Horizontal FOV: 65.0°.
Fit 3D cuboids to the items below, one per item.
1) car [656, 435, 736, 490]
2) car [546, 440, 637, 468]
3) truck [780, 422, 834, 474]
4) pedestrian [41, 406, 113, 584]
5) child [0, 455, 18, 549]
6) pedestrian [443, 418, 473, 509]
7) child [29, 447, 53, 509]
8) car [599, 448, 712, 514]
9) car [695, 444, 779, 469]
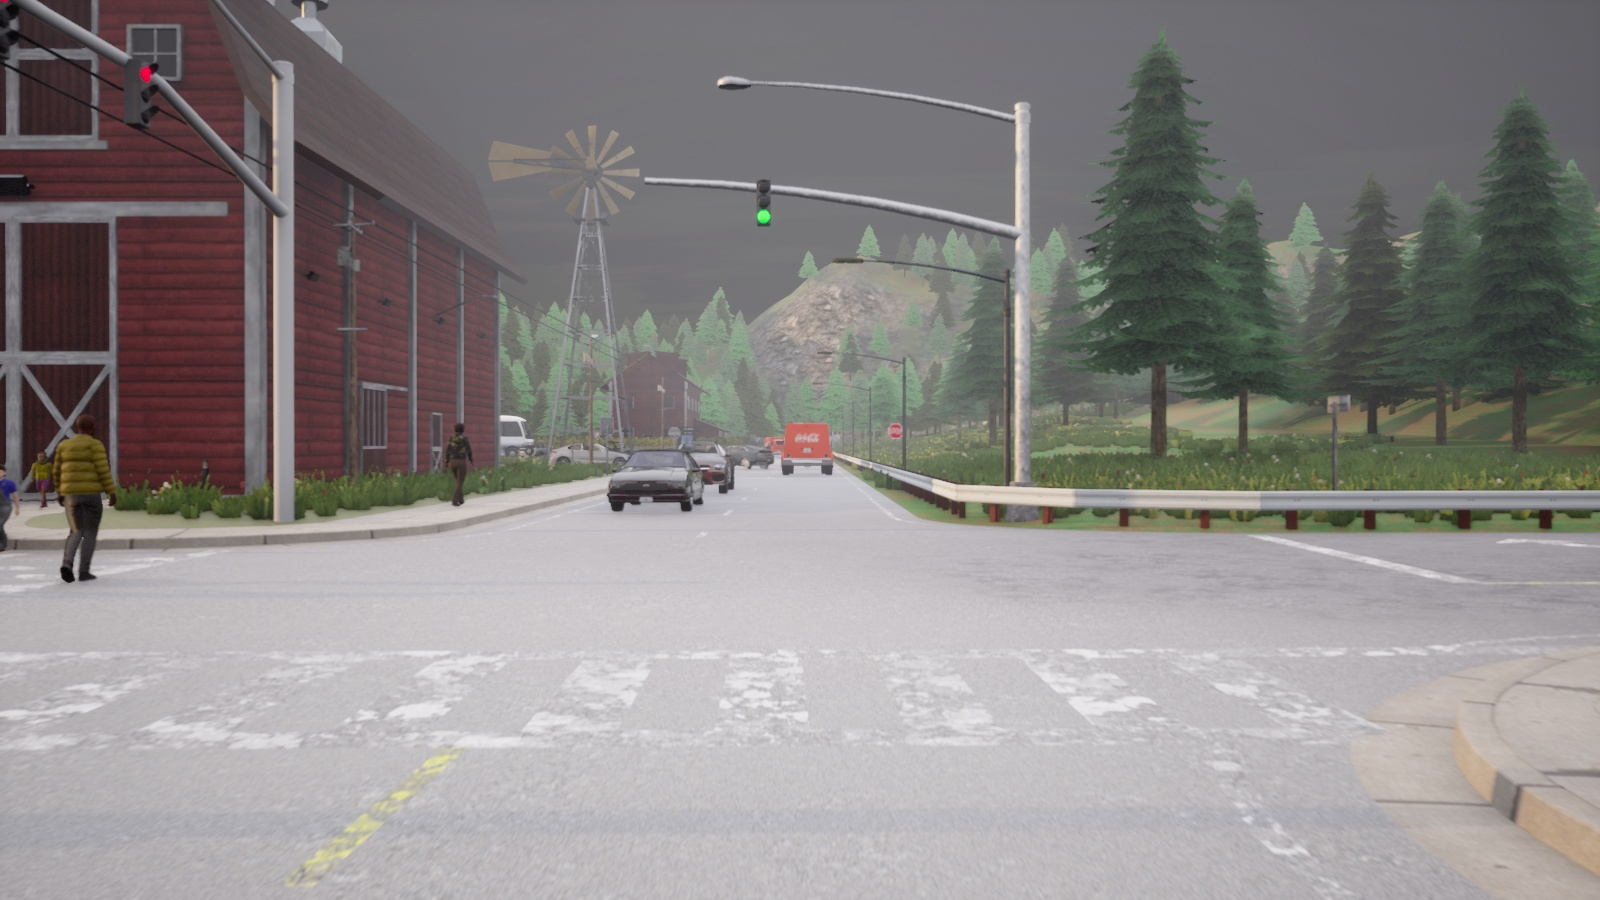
[{"bbox_3d":[-3.256,0.358,40.289,2.152,1.651,5.027,0,0,0],"label":"car"},{"bbox_3d":[-12.272,0.213,74.081,5.027,1.651,2.152,0,0,-1],"label":"car"},{"bbox_3d":[0.373,-0.025,63.304,2.627,2.467,5.204,0,-2,0],"label":"truck"},{"bbox_3d":[-7.630,0.462,13.270,0.370,1.835,0.726,0,0,-4],"label":"pedestrian"},{"bbox_3d":[-10.857,0.696,17.027,0.270,1.263,0.437,0,0,-8],"label":"child"},{"bbox_3d":[-7.387,0.285,27.173,0.395,1.930,0.692,0,0,7],"label":"pedestrian"},{"bbox_3d":[-14.467,0.527,23.953,0.299,1.160,0.473,0,0,-19],"label":"child"},{"bbox_3d":[-3.314,0.670,29.808,2.033,1.411,5.357,0,0,0],"label":"car"},{"bbox_3d":[-3.864,0.388,76.418,4.902,1.511,2.128,0,0,38],"label":"car"}]
